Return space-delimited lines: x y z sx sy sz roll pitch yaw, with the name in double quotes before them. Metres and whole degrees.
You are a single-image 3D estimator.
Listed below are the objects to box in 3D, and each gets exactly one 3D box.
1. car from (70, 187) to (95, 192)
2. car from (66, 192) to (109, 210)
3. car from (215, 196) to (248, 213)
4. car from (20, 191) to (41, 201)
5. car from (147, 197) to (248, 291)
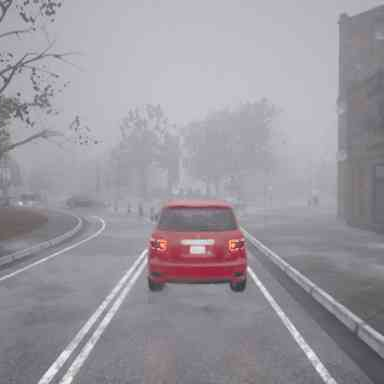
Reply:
"car" -23.006 -0.032 69.930 2.150 2.045 5.566 1 2 30
"car" -11.476 1.099 36.507 4.902 1.511 2.128 1 2 21
"car" 4.062 1.209 33.329 1.812 1.442 4.674 1 2 27
"car" -26.290 0.628 54.249 1.882 1.535 5.008 -1 1 -6
"car" 0.116 1.207 9.119 2.150 2.045 5.566 0 0 0
